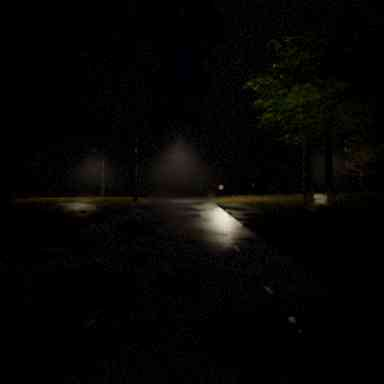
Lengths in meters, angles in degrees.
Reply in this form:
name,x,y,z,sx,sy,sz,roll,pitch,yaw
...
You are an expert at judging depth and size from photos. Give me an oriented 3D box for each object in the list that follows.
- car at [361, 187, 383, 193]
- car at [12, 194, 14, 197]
name,x,y,z,sx,sy,sz,roll,pitch,yaw
car,41.465,-0.359,76.265,4.902,1.511,2.128,-1,-2,-1
car,-39.406,0.428,68.773,4.553,1.767,2.097,-1,-2,1
